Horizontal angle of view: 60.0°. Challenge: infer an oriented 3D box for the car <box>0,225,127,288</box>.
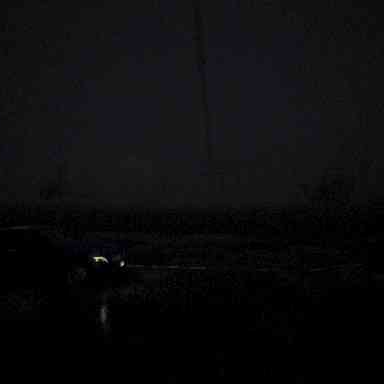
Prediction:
[{"bbox_3d":[-4.170,1.662,9.238,4.674,1.442,1.812,0,0,9],"label":"car"}]
